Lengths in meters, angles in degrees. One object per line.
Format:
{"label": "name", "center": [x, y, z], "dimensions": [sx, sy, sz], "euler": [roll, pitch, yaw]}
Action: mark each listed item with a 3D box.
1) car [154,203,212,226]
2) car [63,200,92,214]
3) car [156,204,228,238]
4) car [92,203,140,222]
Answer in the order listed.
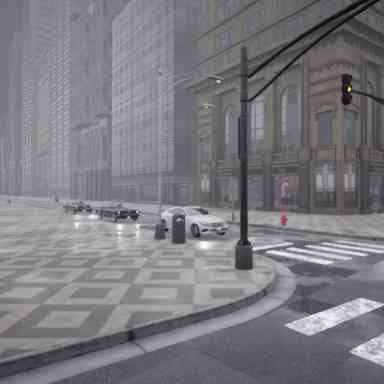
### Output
{"label": "car", "center": [-0.762, 1.536, 24.207], "dimensions": [1.895, 1.301, 4.718], "euler": [0, 0, -35]}
{"label": "car", "center": [-11.735, 1.496, 34.128], "dimensions": [1.895, 1.301, 4.718], "euler": [0, 0, -35]}
{"label": "car", "center": [-0.091, 1.473, 17.723], "dimensions": [1.812, 1.442, 4.674], "euler": [0, 0, -37]}
{"label": "car", "center": [-5.849, 1.520, 25.840], "dimensions": [1.895, 1.301, 4.718], "euler": [0, 0, -35]}
